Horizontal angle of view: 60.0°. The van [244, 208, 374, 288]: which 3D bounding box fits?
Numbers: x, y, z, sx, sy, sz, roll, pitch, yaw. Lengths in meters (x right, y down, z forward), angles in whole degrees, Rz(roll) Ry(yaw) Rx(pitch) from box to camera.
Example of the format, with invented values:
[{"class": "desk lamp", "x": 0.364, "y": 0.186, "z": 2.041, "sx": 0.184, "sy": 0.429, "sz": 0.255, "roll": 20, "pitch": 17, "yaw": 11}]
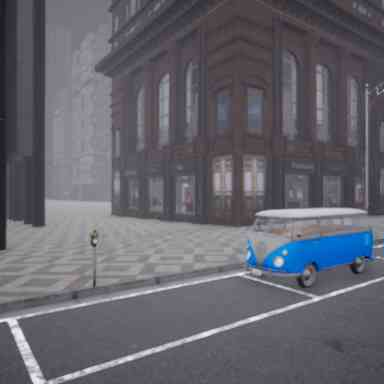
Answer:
[{"class": "van", "x": 3.215, "y": 1.338, "z": 8.945, "sx": 3.998, "sy": 1.788, "sz": 1.690, "roll": 0, "pitch": 0, "yaw": -36}]
